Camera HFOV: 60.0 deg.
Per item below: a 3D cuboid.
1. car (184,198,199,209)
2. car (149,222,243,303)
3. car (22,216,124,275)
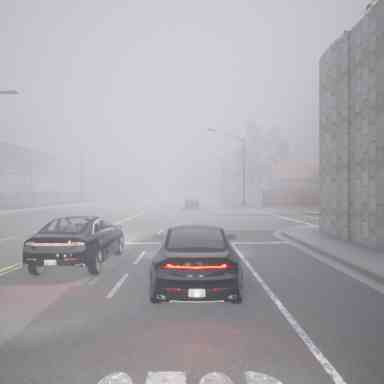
[{"bbox_3d":[-0.013,1.486,44.174,2.128,1.511,4.902,0,0,0],"label":"car"},{"bbox_3d":[0.080,1.504,8.181,1.837,1.490,4.892,0,0,0],"label":"car"},{"bbox_3d":[-3.426,1.490,10.450,2.128,1.511,4.902,0,0,0],"label":"car"}]
